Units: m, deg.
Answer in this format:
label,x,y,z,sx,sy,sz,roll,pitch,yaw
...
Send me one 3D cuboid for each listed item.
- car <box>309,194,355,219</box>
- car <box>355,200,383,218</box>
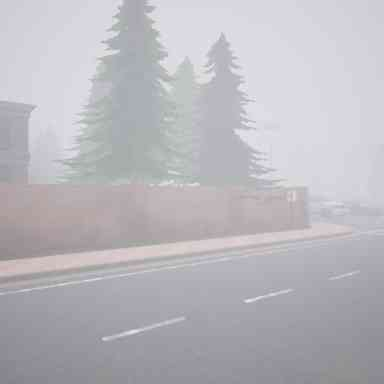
label,x,y,z,sx,sy,sz,roll,pitch,yaw
car,11.018,1.223,29.605,2.150,2.045,5.566,0,0,-33
car,14.933,1.526,30.364,1.812,1.442,4.674,0,0,-35
